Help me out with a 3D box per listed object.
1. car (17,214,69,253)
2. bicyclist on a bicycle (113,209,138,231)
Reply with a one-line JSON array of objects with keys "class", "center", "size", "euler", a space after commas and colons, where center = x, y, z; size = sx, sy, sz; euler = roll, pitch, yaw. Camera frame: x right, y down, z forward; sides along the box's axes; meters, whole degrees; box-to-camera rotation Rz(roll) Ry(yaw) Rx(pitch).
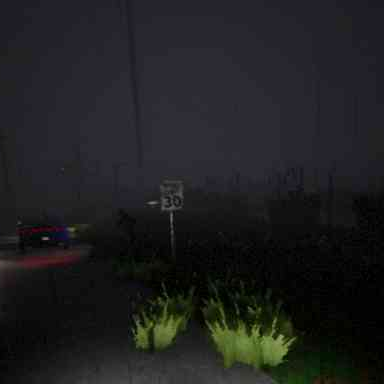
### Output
[{"class": "car", "center": [-6.922, 1.747, 15.427], "size": [1.882, 1.535, 5.008], "euler": [-2, 0, -27]}, {"class": "bicyclist on a bicycle", "center": [-2.877, 1.555, 14.418], "size": [1.656, 1.620, 0.582], "euler": [-3, 0, -26]}]
